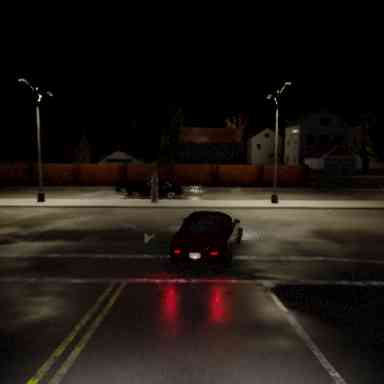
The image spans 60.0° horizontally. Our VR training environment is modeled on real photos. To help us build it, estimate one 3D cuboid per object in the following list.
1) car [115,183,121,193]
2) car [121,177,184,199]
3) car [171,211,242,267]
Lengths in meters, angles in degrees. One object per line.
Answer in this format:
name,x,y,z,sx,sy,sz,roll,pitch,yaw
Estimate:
car,-4.743,-0.628,31.618,5.008,1.535,1.882,0,6,-1
car,-3.154,-0.233,28.171,4.892,1.490,1.837,0,6,-1
car,0.590,1.372,11.296,1.812,1.442,4.674,1,5,13
